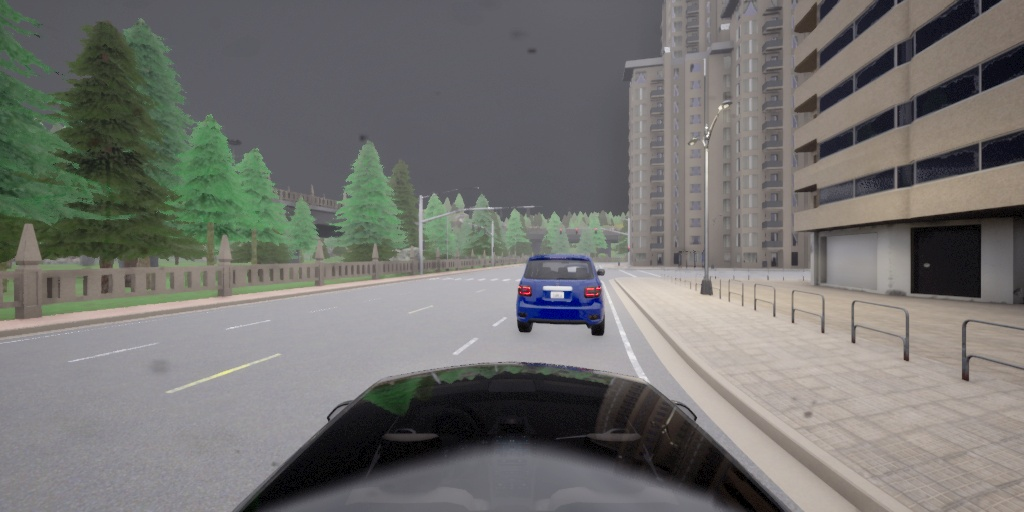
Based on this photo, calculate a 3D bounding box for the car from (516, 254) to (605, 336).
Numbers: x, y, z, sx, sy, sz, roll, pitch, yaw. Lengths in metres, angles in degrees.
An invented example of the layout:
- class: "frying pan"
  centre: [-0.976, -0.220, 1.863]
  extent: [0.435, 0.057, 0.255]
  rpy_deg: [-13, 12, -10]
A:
- class: "car"
  centre: [1.558, 0.972, 10.689]
  extent: [2.150, 2.045, 5.566]
  rpy_deg: [0, 0, 12]
